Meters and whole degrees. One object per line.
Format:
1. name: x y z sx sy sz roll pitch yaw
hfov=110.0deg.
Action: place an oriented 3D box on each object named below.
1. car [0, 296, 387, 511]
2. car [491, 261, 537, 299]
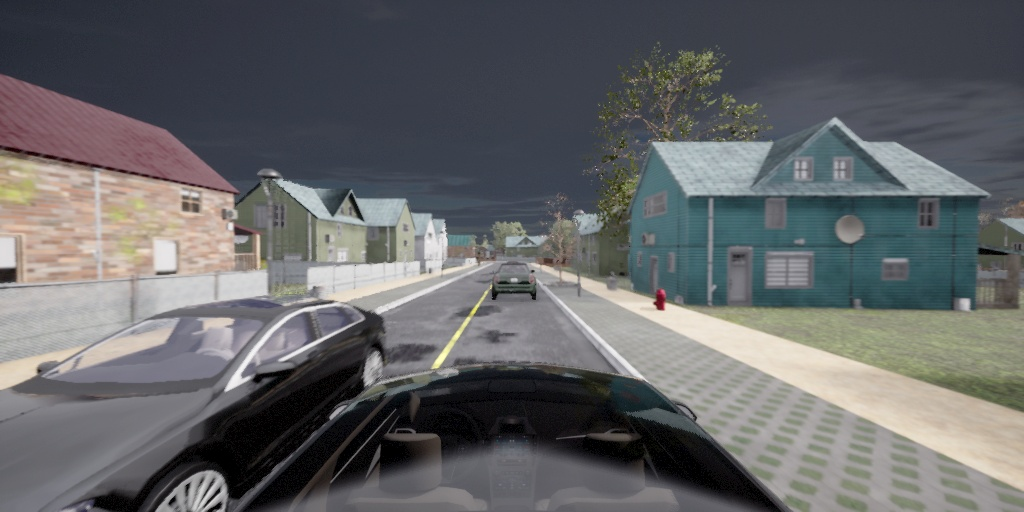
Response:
1. car: -2.846 1.241 3.647 2.128 1.511 4.902 0 0 0
2. car: 0.100 1.092 18.124 2.097 1.767 4.553 0 0 0
